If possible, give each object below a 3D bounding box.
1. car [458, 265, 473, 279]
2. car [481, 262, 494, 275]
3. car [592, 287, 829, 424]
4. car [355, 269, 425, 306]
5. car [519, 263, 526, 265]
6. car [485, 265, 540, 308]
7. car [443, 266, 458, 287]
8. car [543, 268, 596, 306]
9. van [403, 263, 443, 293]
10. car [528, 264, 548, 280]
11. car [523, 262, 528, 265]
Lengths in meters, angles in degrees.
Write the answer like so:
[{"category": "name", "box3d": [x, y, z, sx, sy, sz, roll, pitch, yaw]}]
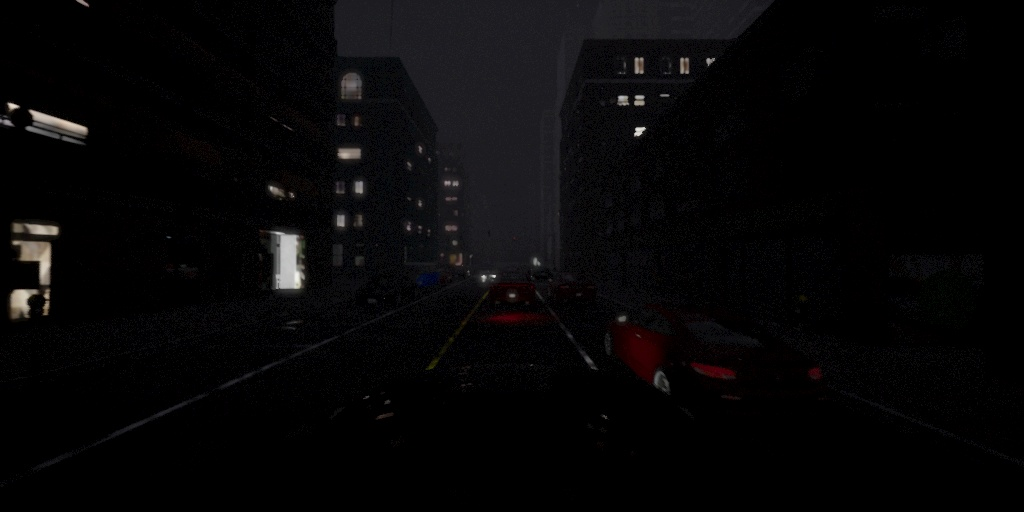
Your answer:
[{"category": "car", "box3d": [-5.670, 1.702, 38.825, 1.948, 1.339, 4.313, 0, 0, 0]}, {"category": "car", "box3d": [-3.000, 1.793, 47.456, 1.994, 1.385, 4.181, 0, -1, 0]}, {"category": "car", "box3d": [2.694, 1.373, 5.669, 1.802, 1.307, 4.207, 0, 0, 0]}, {"category": "car", "box3d": [-5.682, 1.470, 16.732, 1.948, 1.339, 4.313, 0, 0, 0]}, {"category": "car", "box3d": [0.041, 1.577, 30.755, 1.812, 1.442, 4.674, 0, 0, 1]}, {"category": "car", "box3d": [0.038, 1.376, 16.115, 1.882, 1.535, 5.008, 0, 0, 1]}, {"category": "car", "box3d": [-5.676, 1.565, 27.779, 1.888, 1.381, 4.507, 0, 0, 0]}, {"category": "car", "box3d": [2.700, 1.450, 16.715, 1.888, 1.381, 4.507, 0, 0, 0]}, {"category": "van", "box3d": [-5.679, 1.303, 22.256, 1.690, 1.789, 3.998, 0, 0, 0]}, {"category": "car", "box3d": [2.708, 1.644, 33.285, 1.948, 1.339, 4.313, 0, 0, 0]}, {"category": "car", "box3d": [2.714, 1.761, 44.332, 1.948, 1.339, 4.313, 0, 0, 0]}]
